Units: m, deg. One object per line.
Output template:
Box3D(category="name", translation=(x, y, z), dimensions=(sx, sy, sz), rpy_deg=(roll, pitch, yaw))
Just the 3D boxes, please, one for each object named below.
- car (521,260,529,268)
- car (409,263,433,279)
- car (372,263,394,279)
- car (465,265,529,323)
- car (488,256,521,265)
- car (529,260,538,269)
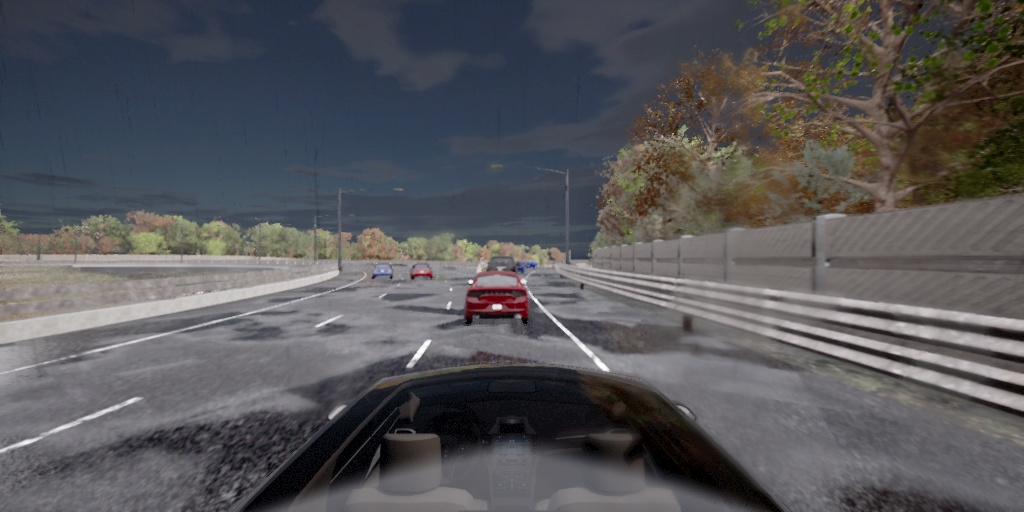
Box3D(category="car", translation=(0.638, 1.309, 43.566), dimensions=(1.882, 1.535, 5.008), rpy_deg=(0, 0, 7))
Box3D(category="car", translation=(-8.777, 1.405, 34.480), dimensions=(1.994, 1.385, 4.181), rpy_deg=(-1, 0, -18))
Box3D(category="car", translation=(-12.291, 1.404, 34.217), dimensions=(2.033, 1.411, 5.357), rpy_deg=(0, 0, -18))
Box3D(category="car", translation=(-0.505, 1.250, 12.312), dimensions=(1.882, 1.535, 5.008), rpy_deg=(0, 0, -2))
Box3D(category="car", translation=(-0.641, 1.023, 26.554), dimensions=(2.150, 2.045, 5.566), rpy_deg=(0, 0, 1))
Box3D(category="car", translation=(2.990, 1.328, 57.356), dimensions=(1.882, 1.535, 5.008), rpy_deg=(0, 0, 11))
